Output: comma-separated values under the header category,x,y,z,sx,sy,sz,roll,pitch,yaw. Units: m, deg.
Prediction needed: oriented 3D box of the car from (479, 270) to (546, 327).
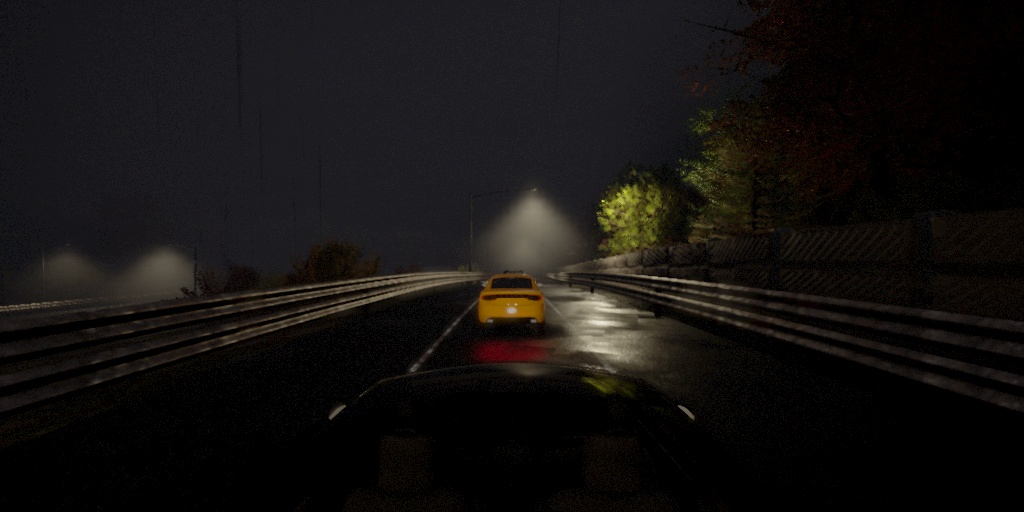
category,x,y,z,sx,sy,sz,roll,pitch,yaw
car,0.004,1.321,11.874,1.882,1.535,5.008,0,-1,0
